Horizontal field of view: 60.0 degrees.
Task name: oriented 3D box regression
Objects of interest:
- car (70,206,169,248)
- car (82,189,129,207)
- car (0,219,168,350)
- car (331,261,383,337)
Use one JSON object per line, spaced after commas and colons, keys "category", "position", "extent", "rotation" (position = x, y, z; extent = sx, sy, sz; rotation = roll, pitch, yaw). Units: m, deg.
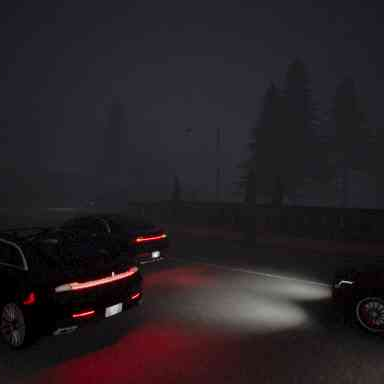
{"category": "car", "position": [-2.925, 1.386, 10.348], "extent": [4.892, 1.490, 1.837], "rotation": [1, 1, 36]}
{"category": "car", "position": [-9.589, 0.689, 37.450], "extent": [2.150, 2.045, 5.566], "rotation": [1, 1, 38]}
{"category": "car", "position": [-3.069, 1.413, 6.140], "extent": [4.902, 1.511, 2.128], "rotation": [1, 1, 36]}
{"category": "car", "position": [4.614, 1.525, 4.994], "extent": [4.674, 1.442, 1.812], "rotation": [0, 0, 36]}
